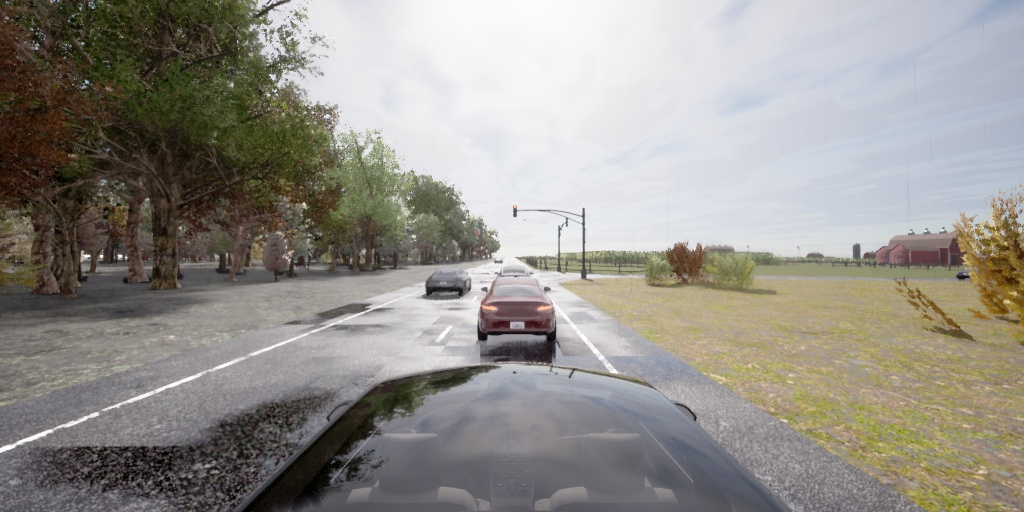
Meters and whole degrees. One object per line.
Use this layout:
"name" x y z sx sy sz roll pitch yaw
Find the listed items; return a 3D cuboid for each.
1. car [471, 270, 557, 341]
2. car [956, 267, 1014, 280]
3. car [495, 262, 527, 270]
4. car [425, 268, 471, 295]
"car" 0.112 1.277 9.759 1.812 1.442 4.674 0 0 0
"car" 48.945 1.841 37.113 4.181 1.385 1.994 1 -1 0
"car" 0.105 1.257 19.021 1.837 1.490 4.892 0 0 0
"car" -3.393 1.316 19.691 1.994 1.385 4.181 0 0 0
